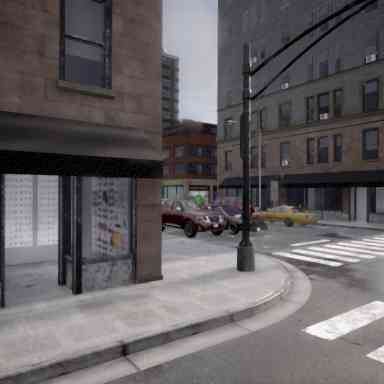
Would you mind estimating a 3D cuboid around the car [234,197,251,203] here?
[{"bbox_3d":[2.915,1.313,27.187,2.192,1.841,5.009,0,0,-36],"label":"car"}]

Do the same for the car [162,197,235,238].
[{"bbox_3d":[-0.322,1.285,17.909,2.192,1.841,5.009,0,0,-36],"label":"car"}]

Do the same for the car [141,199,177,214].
[{"bbox_3d":[-3.685,1.530,36.431,1.887,1.381,4.507,0,0,-36],"label":"car"}]

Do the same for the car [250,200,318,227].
[{"bbox_3d":[6.115,1.529,22.703,1.752,1.417,4.829,0,0,-36],"label":"car"}]

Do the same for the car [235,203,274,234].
[{"bbox_3d":[1.796,1.528,19.250,2.033,1.411,5.357,0,0,-38],"label":"car"}]
